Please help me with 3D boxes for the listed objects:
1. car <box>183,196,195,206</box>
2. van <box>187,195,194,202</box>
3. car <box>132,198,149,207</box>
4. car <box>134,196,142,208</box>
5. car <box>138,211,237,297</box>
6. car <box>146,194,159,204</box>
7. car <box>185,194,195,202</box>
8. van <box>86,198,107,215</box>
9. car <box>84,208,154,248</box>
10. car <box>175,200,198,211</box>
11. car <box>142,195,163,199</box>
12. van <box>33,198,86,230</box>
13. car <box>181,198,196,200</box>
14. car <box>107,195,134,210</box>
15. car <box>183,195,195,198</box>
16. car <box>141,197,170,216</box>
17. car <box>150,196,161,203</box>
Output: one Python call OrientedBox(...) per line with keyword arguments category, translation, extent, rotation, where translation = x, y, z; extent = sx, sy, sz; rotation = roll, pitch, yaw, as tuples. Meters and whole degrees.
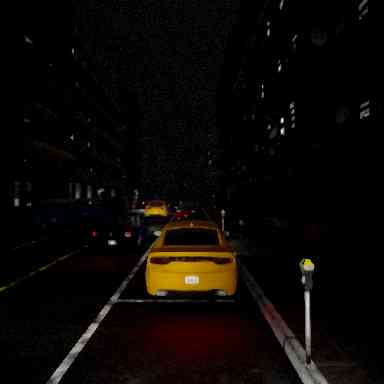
OrientedBox(category="car", translation=(-0.469, 1.553, 59.411), extent=(1.967, 1.590, 4.097), rotation=(1, 0, 0))
OrientedBox(category="van", translation=(-0.469, 1.575, 87.068), extent=(1.690, 1.788, 3.998), rotation=(1, 0, 0))
OrientedBox(category="car", translation=(-8.318, 1.660, 53.938), extent=(1.947, 1.339, 4.313), rotation=(1, 0, 0))
OrientedBox(category="car", translation=(-8.311, 1.378, 42.876), extent=(2.192, 1.841, 5.009), rotation=(1, 0, 0))
OrientedBox(category="car", translation=(-0.005, 1.482, 8.653), extent=(1.882, 1.535, 5.008), rotation=(0, 0, 0))
OrientedBox(category="car", translation=(-8.313, 1.470, 70.529), extent=(2.192, 1.841, 5.009), rotation=(1, 0, 0))
OrientedBox(category="car", translation=(-0.468, 1.521, 81.536), extent=(2.192, 1.841, 5.009), rotation=(1, 0, 0))
OrientedBox(category="van", translation=(-8.312, 1.368, 26.286), extent=(1.690, 1.788, 3.998), rotation=(1, 0, 0))
OrientedBox(category="car", translation=(-3.020, 1.628, 14.816), extent=(1.895, 1.301, 4.718), rotation=(0, 0, 0))
OrientedBox(category="car", translation=(-0.436, 1.571, 26.224), extent=(1.887, 1.381, 4.507), rotation=(1, 0, 0))
OrientedBox(category="car", translation=(-5.770, 1.478, 46.827), extent=(2.097, 1.767, 4.553), rotation=(0, 0, 0))
OrientedBox(category="van", translation=(-8.311, 1.358, 20.753), extent=(1.690, 1.788, 3.998), rotation=(2, 0, 0))
OrientedBox(category="car", translation=(-0.436, 1.582, 31.754), extent=(1.887, 1.381, 4.507), rotation=(1, 0, 0))
OrientedBox(category="car", translation=(-8.311, 1.365, 37.346), extent=(2.192, 1.841, 5.009), rotation=(1, 0, 0))
OrientedBox(category="car", translation=(-0.427, 1.490, 37.286), extent=(1.967, 1.590, 4.097), rotation=(1, 0, 0))
OrientedBox(category="car", translation=(-3.020, 1.519, 29.791), extent=(1.882, 1.535, 5.008), rotation=(0, 0, 0))
OrientedBox(category="car", translation=(-8.319, 1.724, 76.059), extent=(1.887, 1.381, 4.507), rotation=(1, 0, 0))
